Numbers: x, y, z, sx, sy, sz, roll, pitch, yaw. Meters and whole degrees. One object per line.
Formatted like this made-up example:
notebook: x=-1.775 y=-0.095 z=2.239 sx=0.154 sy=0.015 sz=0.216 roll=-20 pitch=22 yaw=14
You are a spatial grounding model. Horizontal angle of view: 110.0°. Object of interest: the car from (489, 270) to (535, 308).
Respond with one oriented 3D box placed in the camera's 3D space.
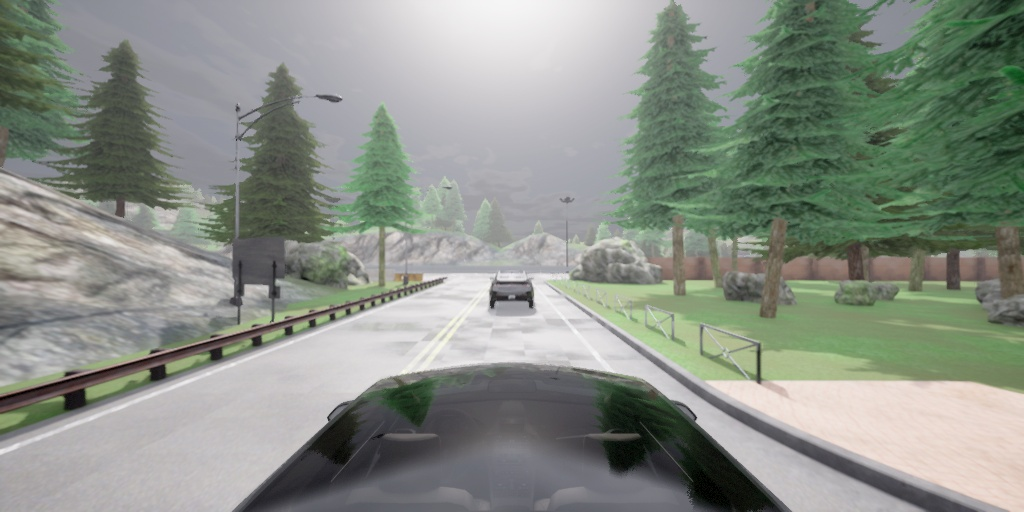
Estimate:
car: x=-0.008 y=1.380 z=16.141 sx=2.128 sy=1.511 sz=4.902 roll=0 pitch=0 yaw=0
